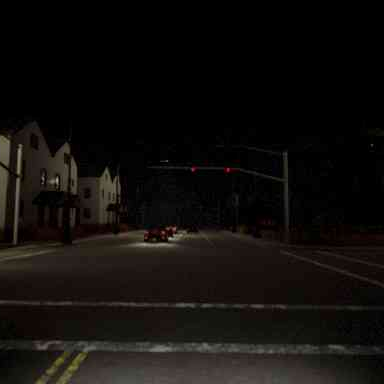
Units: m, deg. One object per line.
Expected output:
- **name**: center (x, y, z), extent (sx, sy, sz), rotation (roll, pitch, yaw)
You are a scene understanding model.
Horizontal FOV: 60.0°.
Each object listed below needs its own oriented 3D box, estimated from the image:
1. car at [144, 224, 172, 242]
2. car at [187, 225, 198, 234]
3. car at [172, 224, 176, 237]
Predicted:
- **car**: center (-3.529, 4.101, 33.504), extent (2.097, 1.767, 4.553), rotation (0, -5, 0)
- **car**: center (0.097, 6.518, 57.908), extent (2.033, 1.411, 5.357), rotation (0, -5, 0)
- **car**: center (-3.512, 5.211, 43.426), extent (1.994, 1.385, 4.181), rotation (0, -5, 0)
